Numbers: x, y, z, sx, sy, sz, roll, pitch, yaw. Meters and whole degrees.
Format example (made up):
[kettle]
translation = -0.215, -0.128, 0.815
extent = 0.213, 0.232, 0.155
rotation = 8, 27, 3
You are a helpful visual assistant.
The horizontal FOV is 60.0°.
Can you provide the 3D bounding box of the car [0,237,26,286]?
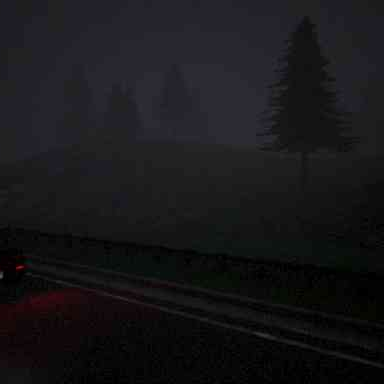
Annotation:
[car]
translation = -5.873, 1.531, 8.055
extent = 4.674, 1.442, 1.812
rotation = 0, 0, 34
